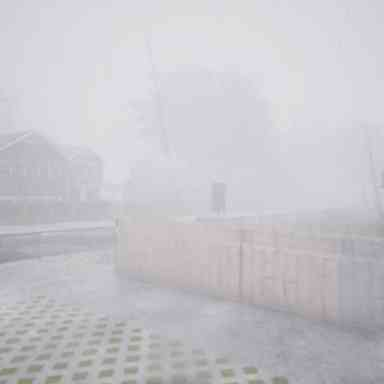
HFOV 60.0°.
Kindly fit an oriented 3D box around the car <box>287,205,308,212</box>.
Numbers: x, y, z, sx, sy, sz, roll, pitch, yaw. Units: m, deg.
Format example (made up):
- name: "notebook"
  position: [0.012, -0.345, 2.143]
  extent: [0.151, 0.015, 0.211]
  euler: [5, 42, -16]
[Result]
- name: "car"
  position: [14.767, 2.547, 46.408]
  extent: [1.994, 1.385, 4.181]
  euler: [1, -1, 36]
